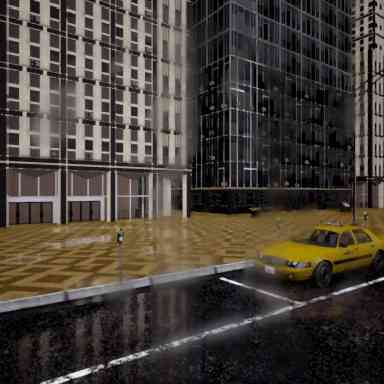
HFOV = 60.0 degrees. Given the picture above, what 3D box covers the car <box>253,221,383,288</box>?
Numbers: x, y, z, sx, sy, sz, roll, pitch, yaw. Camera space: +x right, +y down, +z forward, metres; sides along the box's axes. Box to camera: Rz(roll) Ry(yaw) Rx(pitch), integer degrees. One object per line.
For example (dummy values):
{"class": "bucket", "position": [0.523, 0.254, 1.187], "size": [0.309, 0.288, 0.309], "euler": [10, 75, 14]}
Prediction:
{"class": "car", "position": [3.808, 1.526, 9.264], "size": [4.829, 1.417, 1.752], "euler": [0, 0, -35]}
